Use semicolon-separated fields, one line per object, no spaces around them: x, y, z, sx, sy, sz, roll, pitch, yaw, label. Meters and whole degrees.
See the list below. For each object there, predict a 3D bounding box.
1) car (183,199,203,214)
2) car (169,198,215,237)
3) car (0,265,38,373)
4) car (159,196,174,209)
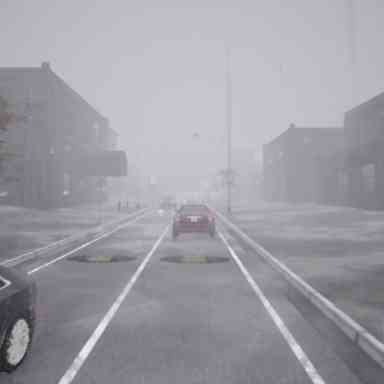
0.091;1.498;36.375;2.033;1.411;5.357;0;0;0;car
0.098;1.348;18.032;2.097;1.767;4.553;0;0;0;car
-3.097;1.505;2.825;1.837;1.490;4.892;0;0;0;car
-3.090;1.274;43.094;2.097;1.767;4.553;0;0;0;car
